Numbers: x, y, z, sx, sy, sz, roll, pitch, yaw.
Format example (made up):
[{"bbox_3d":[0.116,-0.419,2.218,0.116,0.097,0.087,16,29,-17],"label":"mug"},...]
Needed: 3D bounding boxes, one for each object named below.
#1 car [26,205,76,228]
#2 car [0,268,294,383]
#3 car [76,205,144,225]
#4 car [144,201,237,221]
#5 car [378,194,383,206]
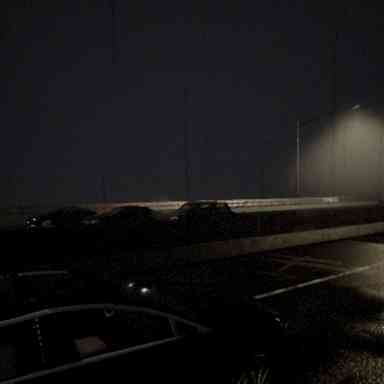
[{"bbox_3d":[-7.632,1.517,20.030,4.181,1.385,1.994,0,0,-35],"label":"car"},{"bbox_3d":[-1.125,1.486,2.946,4.902,1.511,2.128,-1,0,-35],"label":"car"},{"bbox_3d":[-3.688,1.464,18.536,4.674,1.442,1.812,0,0,-35],"label":"car"},{"bbox_3d":[0.186,1.275,16.993,4.553,1.767,2.097,-1,0,-35],"label":"car"},{"bbox_3d":[27.398,0.869,44.833,5.566,2.045,2.150,0,0,-35],"label":"car"}]
